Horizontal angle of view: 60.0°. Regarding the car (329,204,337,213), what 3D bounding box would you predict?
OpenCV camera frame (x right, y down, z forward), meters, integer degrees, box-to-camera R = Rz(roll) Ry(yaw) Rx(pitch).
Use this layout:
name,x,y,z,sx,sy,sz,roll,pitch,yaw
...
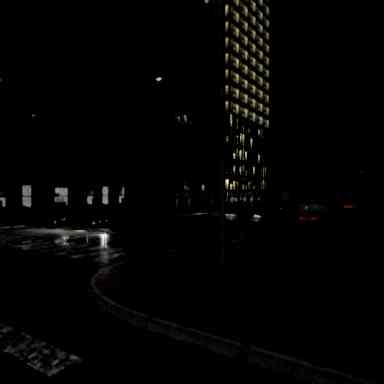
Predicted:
name,x,y,z,sx,sy,sz,roll,pitch,yaw
car,21.710,2.604,53.084,1.994,1.385,4.181,0,-1,33

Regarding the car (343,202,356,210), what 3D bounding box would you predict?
name,x,y,z,sx,sy,sz,roll,pitch,yaw
car,31.278,2.797,65.855,1.882,1.535,5.008,0,-1,33

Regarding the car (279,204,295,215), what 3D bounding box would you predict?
name,x,y,z,sx,sy,sz,roll,pitch,yaw
car,13.676,2.428,46.505,1.994,1.385,4.181,0,-1,33

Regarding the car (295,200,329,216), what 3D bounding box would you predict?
name,x,y,z,sx,sy,sz,roll,pitch,yaw
car,15.974,2.073,44.104,2.150,2.045,5.566,0,-1,35

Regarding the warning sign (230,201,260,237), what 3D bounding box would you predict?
name,x,y,z,sx,sy,sz,roll,pitch,yaw
warning sign,2.972,1.459,18.653,1.300,1.860,1.060,1,1,33

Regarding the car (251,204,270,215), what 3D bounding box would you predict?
name,x,y,z,sx,sy,sz,roll,pitch,yaw
car,9.104,2.352,45.632,2.033,1.411,5.357,0,-1,33

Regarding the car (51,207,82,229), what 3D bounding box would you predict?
name,x,y,z,sx,sy,sz,roll,pitch,yaw
car,-8.160,1.848,24.854,1.812,1.442,4.674,0,-1,33

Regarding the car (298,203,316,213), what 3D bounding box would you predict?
name,x,y,z,sx,sy,sz,roll,pitch,yaw
car,18.977,2.564,54.842,1.812,1.442,4.674,0,-1,33

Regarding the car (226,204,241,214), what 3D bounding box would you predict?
name,x,y,z,sx,sy,sz,roll,pitch,yaw
car,5.963,2.337,46.762,2.033,1.411,5.357,0,-1,33

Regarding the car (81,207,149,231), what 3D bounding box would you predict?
name,x,y,z,sx,sy,sz,roll,pitch,yaw
car,-5.078,1.840,23.640,1.837,1.490,4.892,0,-1,33
